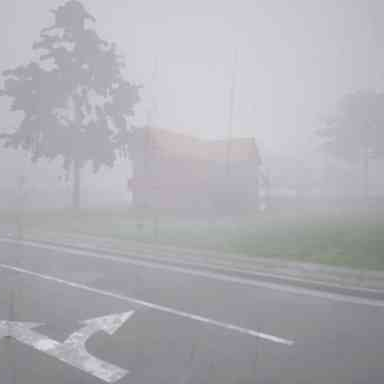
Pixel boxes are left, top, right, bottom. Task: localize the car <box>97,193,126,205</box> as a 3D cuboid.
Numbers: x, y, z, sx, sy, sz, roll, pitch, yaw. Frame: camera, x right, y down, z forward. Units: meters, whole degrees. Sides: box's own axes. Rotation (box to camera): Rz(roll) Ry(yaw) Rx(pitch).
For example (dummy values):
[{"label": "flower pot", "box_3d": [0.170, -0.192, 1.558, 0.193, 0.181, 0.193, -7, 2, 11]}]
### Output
[{"label": "car", "box_3d": [-14.102, 1.154, 58.747, 2.150, 2.045, 5.566, 0, 0, 34]}]
